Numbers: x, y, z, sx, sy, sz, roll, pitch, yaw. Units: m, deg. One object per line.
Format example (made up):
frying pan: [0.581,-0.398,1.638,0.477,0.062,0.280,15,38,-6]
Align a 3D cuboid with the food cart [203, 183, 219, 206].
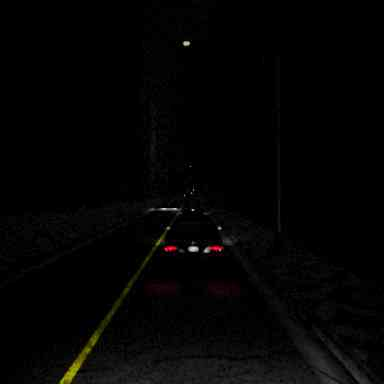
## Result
food cart: [3.077,0.508,55.249,2.280,3.560,4.660,-2,-2,0]

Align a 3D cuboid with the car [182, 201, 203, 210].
car: [0.080,1.586,32.052,1.994,1.385,4.181,0,0,0]

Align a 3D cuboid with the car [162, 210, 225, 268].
car: [0.059,1.559,11.307,2.033,1.411,5.357,0,0,0]

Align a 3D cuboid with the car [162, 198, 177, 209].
car: [-3.095,1.595,46.660,1.994,1.385,4.181,0,0,0]
